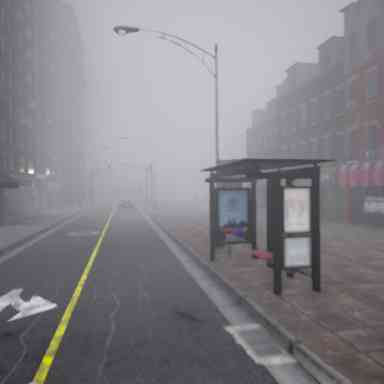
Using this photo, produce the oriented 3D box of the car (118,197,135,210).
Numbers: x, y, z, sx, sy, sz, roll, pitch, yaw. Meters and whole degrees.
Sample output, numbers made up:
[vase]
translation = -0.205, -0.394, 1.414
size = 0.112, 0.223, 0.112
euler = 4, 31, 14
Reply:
[car]
translation = -7.676, 1.337, 38.988
size = 1.812, 1.442, 4.674
euler = -1, 0, -11
